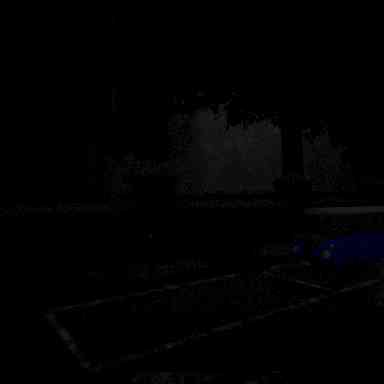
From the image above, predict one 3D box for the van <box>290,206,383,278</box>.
[{"bbox_3d":[4.648,1.338,9.853,3.998,1.788,1.690,0,0,-35],"label":"van"}]
